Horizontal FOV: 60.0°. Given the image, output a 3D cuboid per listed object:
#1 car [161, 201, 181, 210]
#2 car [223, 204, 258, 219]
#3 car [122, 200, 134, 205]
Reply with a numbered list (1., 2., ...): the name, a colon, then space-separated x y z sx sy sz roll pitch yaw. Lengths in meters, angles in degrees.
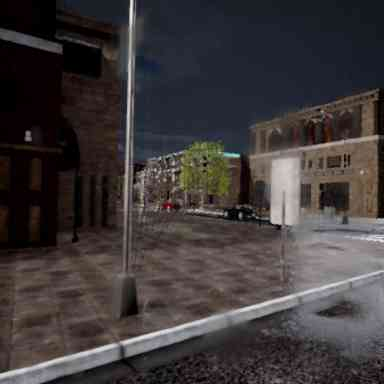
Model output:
1. car: -3.161 1.937 48.551 1.887 1.381 4.507 2 -1 -27
2. car: 4.766 1.897 32.997 2.008 1.369 4.403 2 -1 -27
3. car: -13.164 2.032 68.260 1.802 1.307 4.206 2 -1 -27
